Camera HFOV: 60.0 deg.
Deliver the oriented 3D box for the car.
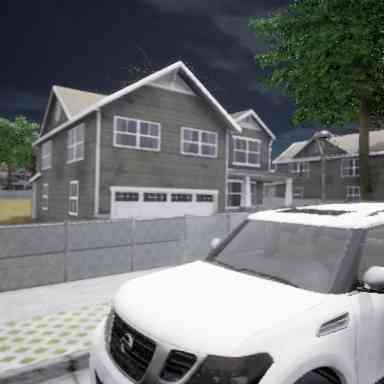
[{"bbox_3d":[1.645,1.207,4.229,5.566,2.045,2.150,0,0,-35],"label":"car"}]
